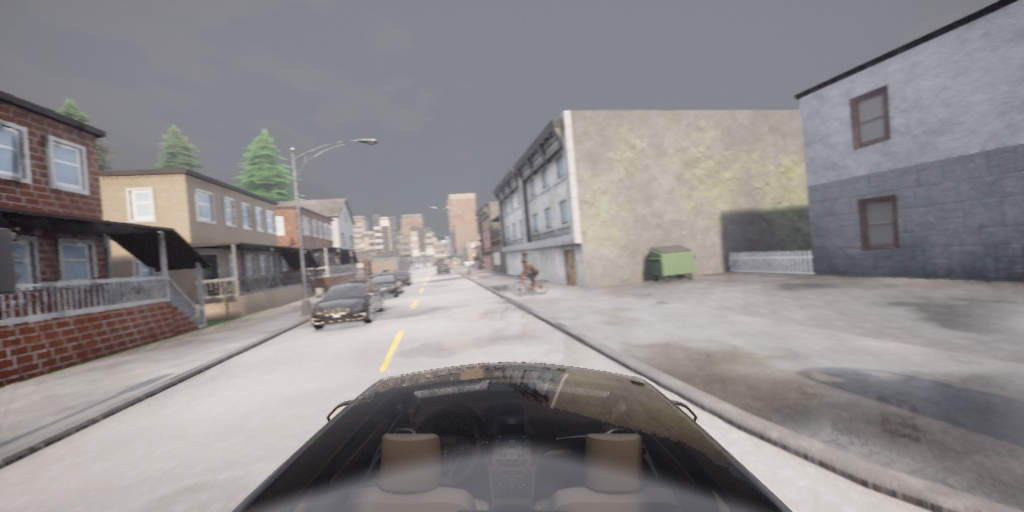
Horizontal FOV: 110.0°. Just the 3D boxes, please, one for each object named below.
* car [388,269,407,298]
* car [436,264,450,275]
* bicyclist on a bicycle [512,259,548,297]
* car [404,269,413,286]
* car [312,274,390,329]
[{"bbox_3d":[-8.113,1.880,23.026,1.812,1.442,4.674,-5,0,-12],"label":"car"},{"bbox_3d":[-10.180,1.881,53.101,2.128,1.511,4.902,-5,0,-12],"label":"car"},{"bbox_3d":[0.759,0.960,15.733,1.656,1.620,0.582,-5,0,-12],"label":"bicyclist on a bicycle"},{"bbox_3d":[-10.123,1.988,32.644,1.837,1.490,4.892,-5,0,-12],"label":"car"},{"bbox_3d":[-6.223,1.738,14.032,1.837,1.490,4.892,-5,0,-12],"label":"car"}]
